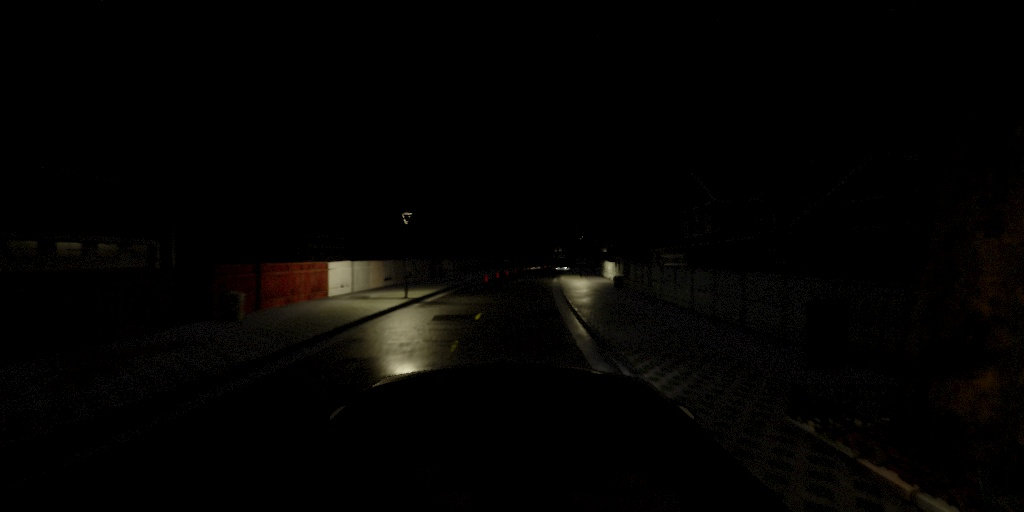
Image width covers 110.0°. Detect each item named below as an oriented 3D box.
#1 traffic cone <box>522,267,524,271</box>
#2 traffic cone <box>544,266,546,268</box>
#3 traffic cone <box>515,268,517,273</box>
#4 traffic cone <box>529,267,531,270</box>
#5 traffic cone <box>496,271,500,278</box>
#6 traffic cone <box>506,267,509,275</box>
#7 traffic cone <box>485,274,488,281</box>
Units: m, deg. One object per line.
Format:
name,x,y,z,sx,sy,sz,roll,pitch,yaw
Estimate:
traffic cone,1.520,1.767,48.523,0.340,0.580,0.340,0,0,13
traffic cone,5.851,1.811,63.233,0.340,0.580,0.340,0,0,21
traffic cone,0.446,1.754,43.579,0.340,0.580,0.340,0,0,12
traffic cone,2.714,1.780,53.451,0.340,0.580,0.340,0,0,15
traffic cone,-1.346,1.732,33.622,0.340,0.580,0.340,0,0,9
traffic cone,-0.509,1.743,38.611,0.340,0.580,0.340,0,0,10
traffic cone,-2.064,1.723,28.615,0.340,0.580,0.340,0,0,7
